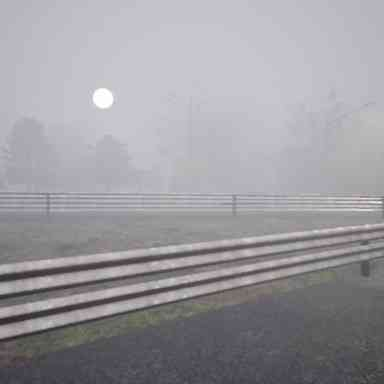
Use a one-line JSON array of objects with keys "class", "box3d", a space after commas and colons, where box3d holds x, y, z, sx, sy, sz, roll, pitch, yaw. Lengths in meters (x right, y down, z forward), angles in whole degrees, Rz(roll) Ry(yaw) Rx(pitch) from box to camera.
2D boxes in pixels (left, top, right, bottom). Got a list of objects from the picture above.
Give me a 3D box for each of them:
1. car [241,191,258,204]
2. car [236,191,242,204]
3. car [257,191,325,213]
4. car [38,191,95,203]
[{"class": "car", "box3d": [7.322, 0.849, 29.590, 4.902, 1.511, 2.128, 1, 0, -12]}, {"class": "car", "box3d": [6.553, 0.693, 33.003, 4.553, 1.767, 2.097, 1, 0, -12]}, {"class": "car", "box3d": [8.045, 0.848, 26.166, 5.008, 1.535, 1.882, 1, 0, -12]}, {"class": "car", "box3d": [-10.985, 0.652, 29.234, 4.674, 1.442, 1.812, 1, 0, -12]}]
